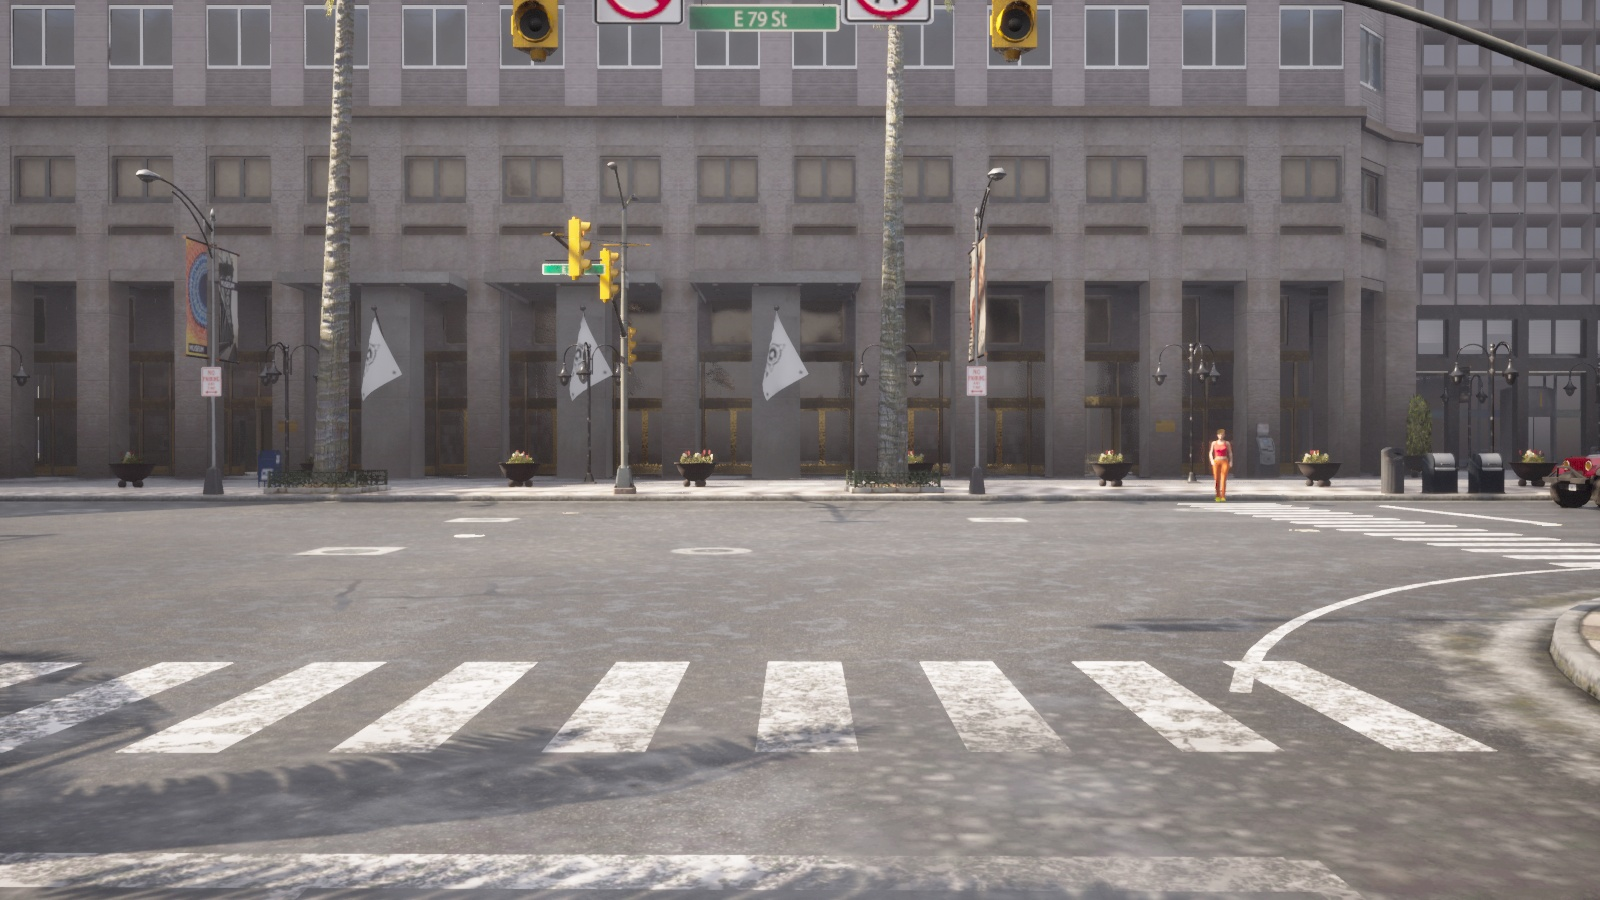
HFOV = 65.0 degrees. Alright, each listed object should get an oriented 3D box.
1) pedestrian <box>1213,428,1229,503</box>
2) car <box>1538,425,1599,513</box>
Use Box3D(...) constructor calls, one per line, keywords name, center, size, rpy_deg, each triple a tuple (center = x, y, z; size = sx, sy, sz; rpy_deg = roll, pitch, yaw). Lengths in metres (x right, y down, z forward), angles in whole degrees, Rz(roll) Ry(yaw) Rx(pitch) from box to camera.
Box3D(name="pedestrian", center=(10.453, 0.380, 31.195), size=(0.345, 1.836, 0.594), rpy_deg=(0, 0, 22))
Box3D(name="car", center=(18.784, 0.401, 27.708), size=(3.866, 1.878, 1.905), rpy_deg=(0, 0, 1))
